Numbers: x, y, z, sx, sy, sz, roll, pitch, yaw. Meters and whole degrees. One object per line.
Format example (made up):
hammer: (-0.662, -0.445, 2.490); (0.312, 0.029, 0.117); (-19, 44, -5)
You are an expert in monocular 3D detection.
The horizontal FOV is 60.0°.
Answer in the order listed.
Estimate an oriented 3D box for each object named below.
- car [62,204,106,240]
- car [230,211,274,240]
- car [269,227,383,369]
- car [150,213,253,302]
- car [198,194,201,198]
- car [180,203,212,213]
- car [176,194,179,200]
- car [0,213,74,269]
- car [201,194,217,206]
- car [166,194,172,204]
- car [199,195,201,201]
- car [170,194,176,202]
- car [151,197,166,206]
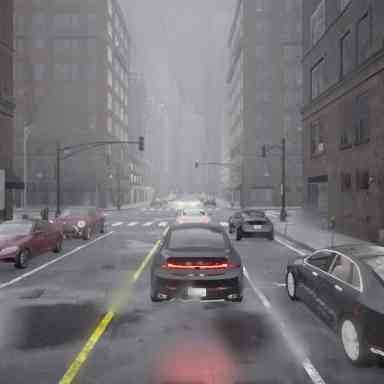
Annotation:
car: (-5.668, 1.441, 16.562); (1.967, 1.590, 4.097); (0, 0, 0)
car: (2.857, 1.566, 16.561); (1.947, 1.339, 4.313); (0, 0, 0)
car: (2.856, 1.551, 5.558); (2.008, 1.369, 4.403); (0, 0, 0)
car: (0.099, 1.505, 8.226); (1.837, 1.490, 4.892); (0, 0, 0)
car: (2.936, 1.524, 75.287); (1.967, 1.590, 4.097); (0, 0, 0)
car: (0.084, 1.526, 17.373); (1.812, 1.442, 4.674); (0, 0, -1)
car: (-5.558, 1.456, 91.525); (2.192, 1.841, 5.009); (0, 0, 0)
car: (-5.669, 1.582, 11.060); (1.802, 1.307, 4.206); (0, 0, 0)
car: (2.895, 1.476, 53.651); (1.967, 1.590, 4.097); (0, 0, 0)
car: (-5.608, 1.606, 64.482); (2.008, 1.369, 4.403); (0, 0, 0)
car: (2.917, 1.606, 64.469); (2.008, 1.369, 4.403); (0, 0, 0)
car: (-5.578, 1.625, 80.537); (1.752, 1.417, 4.829); (0, 0, 0)
car: (-5.629, 1.617, 53.665); (1.802, 1.307, 4.206); (0, 0, 0)
